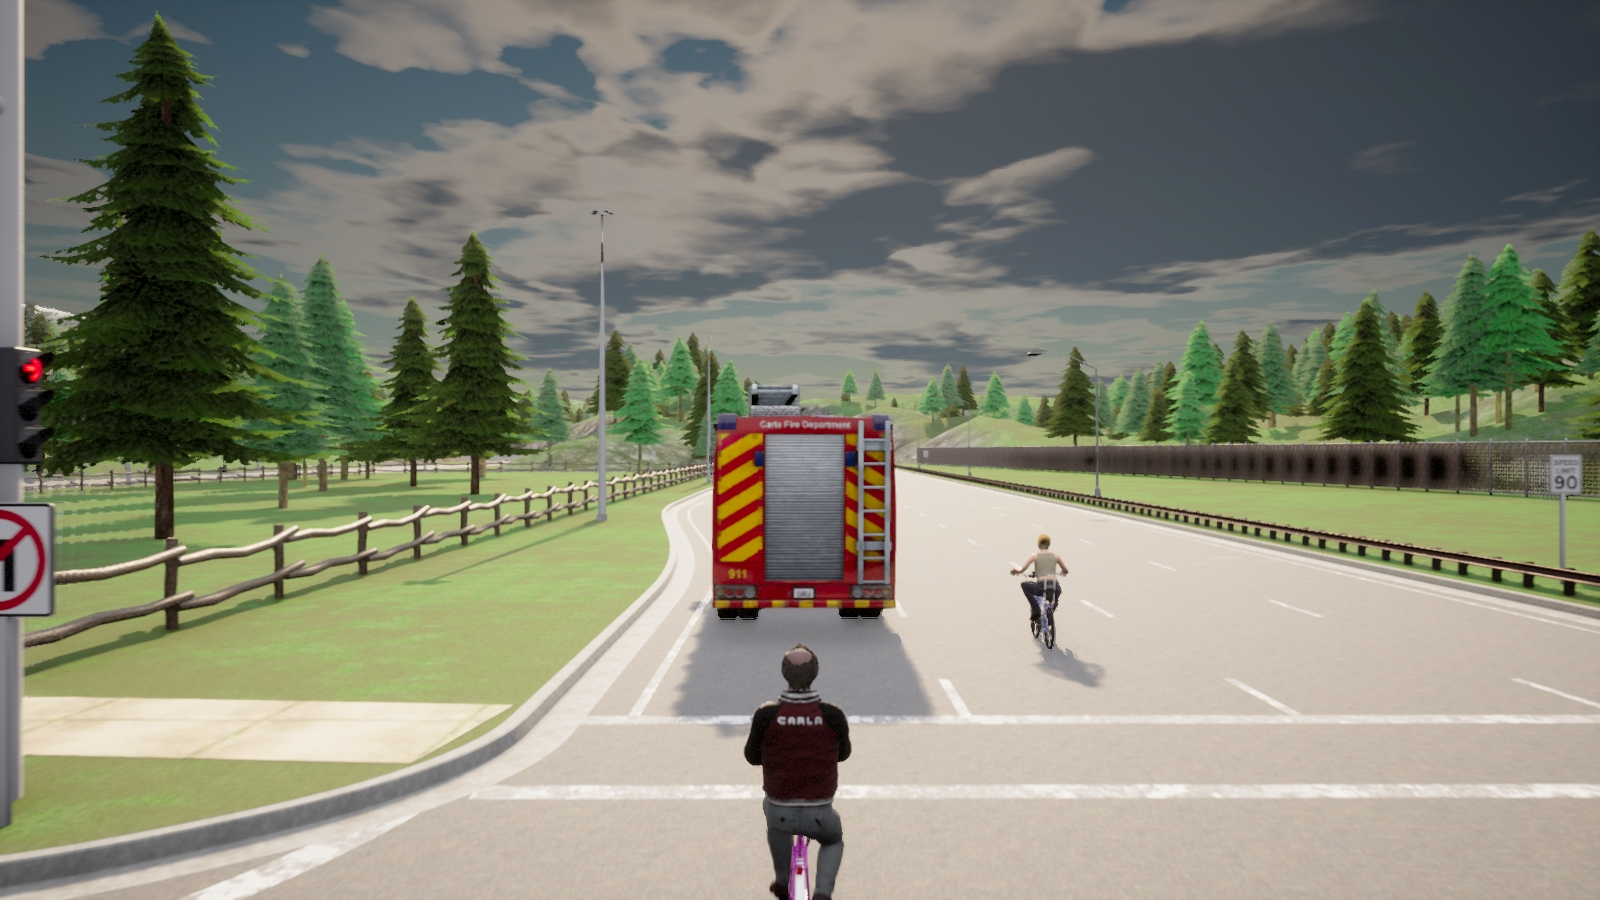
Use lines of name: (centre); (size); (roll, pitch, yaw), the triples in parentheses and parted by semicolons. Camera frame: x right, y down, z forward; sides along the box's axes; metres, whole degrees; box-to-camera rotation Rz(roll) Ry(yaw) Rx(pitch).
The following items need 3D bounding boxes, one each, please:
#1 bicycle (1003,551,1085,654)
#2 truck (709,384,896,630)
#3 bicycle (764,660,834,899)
bicycle: (3.488, 2.157, 16.438); (0.859, 1.277, 1.487); (0, 0, 0)
truck: (-0.135, 0.890, 22.023); (2.891, 3.827, 8.468); (0, 0, -2)
bicycle: (-0.006, 2.060, 6.280); (0.329, 1.471, 1.835); (0, 0, 0)
